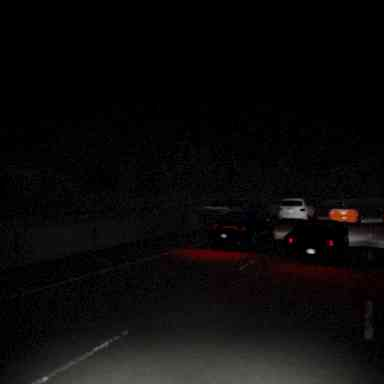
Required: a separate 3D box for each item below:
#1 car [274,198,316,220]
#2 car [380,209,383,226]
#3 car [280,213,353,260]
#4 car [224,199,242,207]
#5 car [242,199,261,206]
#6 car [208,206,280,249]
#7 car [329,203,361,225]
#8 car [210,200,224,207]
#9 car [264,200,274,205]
[{"bbox_3d":[8.754,1.514,27.485,2.150,2.045,5.566,0,0,29],"label":"car"},{"bbox_3d":[15.741,1.738,25.659,1.882,1.535,5.008,0,0,29],"label":"car"},{"bbox_3d":[5.089,1.740,13.230,1.895,1.301,4.718,0,-1,29],"label":"car"},{"bbox_3d":[8.443,2.162,63.999,1.882,1.535,5.008,0,-1,29],"label":"car"},{"bbox_3d":[11.532,2.141,62.367,1.882,1.535,5.008,0,-1,29],"label":"car"},{"bbox_3d":[2.490,1.647,15.768,1.882,1.535,5.008,0,0,29],"label":"car"},{"bbox_3d":[12.267,1.626,26.605,2.097,1.767,4.553,0,-1,29],"label":"car"},{"bbox_3d":[5.367,2.252,65.634,2.033,1.411,5.357,0,-1,29],"label":"car"},{"bbox_3d":[14.630,2.168,60.751,1.812,1.442,4.674,0,-1,29],"label":"car"}]
